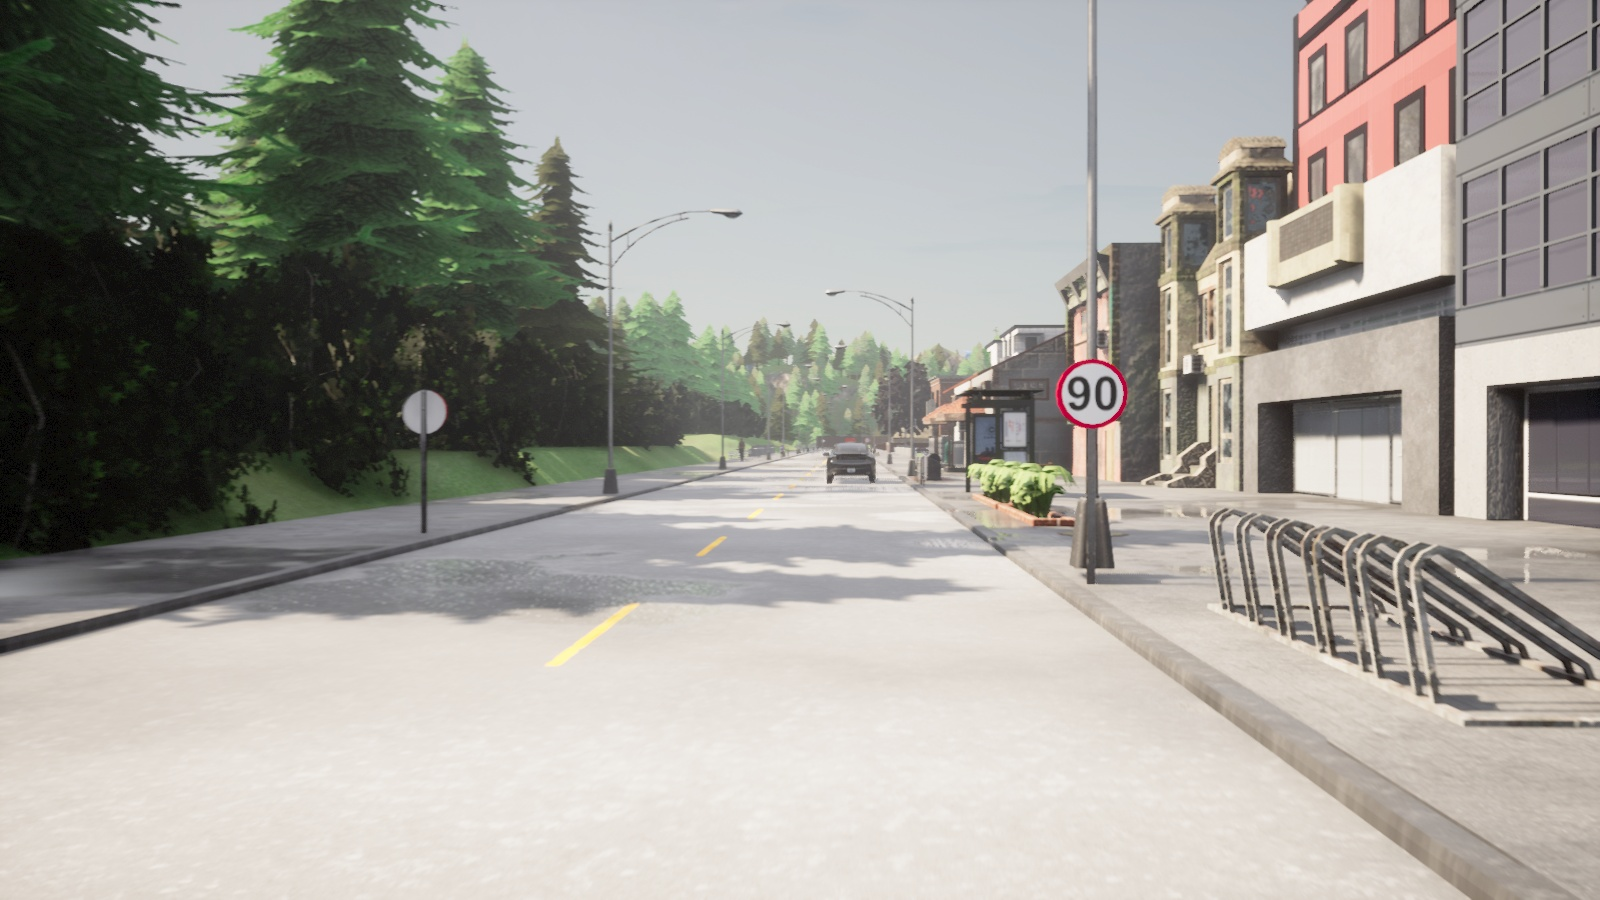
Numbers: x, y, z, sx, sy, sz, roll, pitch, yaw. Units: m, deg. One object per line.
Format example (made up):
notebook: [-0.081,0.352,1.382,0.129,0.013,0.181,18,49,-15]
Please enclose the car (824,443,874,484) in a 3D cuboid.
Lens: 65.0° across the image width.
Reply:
car: [1.908,0.479,48.562,1.837,1.490,4.892,0,0,2]
